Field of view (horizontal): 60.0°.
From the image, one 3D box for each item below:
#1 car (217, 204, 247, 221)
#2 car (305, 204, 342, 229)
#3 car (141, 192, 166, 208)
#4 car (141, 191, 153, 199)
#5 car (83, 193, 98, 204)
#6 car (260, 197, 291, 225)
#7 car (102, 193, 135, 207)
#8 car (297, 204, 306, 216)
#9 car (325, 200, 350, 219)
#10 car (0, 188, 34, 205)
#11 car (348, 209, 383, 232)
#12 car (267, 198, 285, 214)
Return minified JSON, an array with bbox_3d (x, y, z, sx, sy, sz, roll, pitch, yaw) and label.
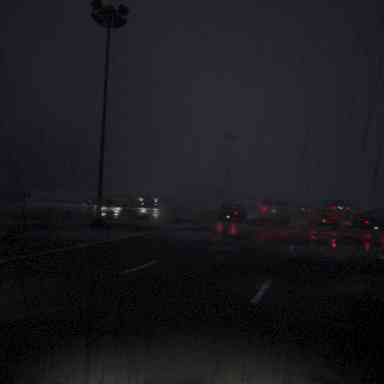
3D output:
[{"bbox_3d":[3.513,1.684,28.329,1.895,1.301,4.718,3,0,17],"label":"car"},{"bbox_3d":[10.043,1.932,25.807,1.882,1.535,5.008,3,0,17],"label":"car"},{"bbox_3d":[-4.387,0.952,39.938,2.097,1.767,4.553,3,0,14],"label":"car"},{"bbox_3d":[-9.851,0.661,73.287,1.812,1.442,4.674,3,0,4],"label":"car"},{"bbox_3d":[-11.333,0.813,40.864,1.895,1.301,4.718,3,0,14],"label":"car"},{"bbox_3d":[6.908,1.497,27.434,2.150,2.045,5.566,3,0,17],"label":"car"},{"bbox_3d":[-8.315,0.866,38.593,1.882,1.535,5.008,3,0,14],"label":"car"},{"bbox_3d":[13.888,2.158,40.422,2.033,1.411,5.357,3,0,12],"label":"car"},{"bbox_3d":[17.414,2.024,40.230,2.150,2.045,5.566,3,0,12],"label":"car"},{"bbox_3d":[-17.515,0.398,31.920,2.128,1.511,4.902,3,0,17],"label":"car"},{"bbox_3d":[13.606,2.254,25.503,1.895,1.301,4.718,3,0,17],"label":"car"},{"bbox_3d":[10.925,1.788,43.426,2.097,1.767,4.553,3,0,12],"label":"car"}]
